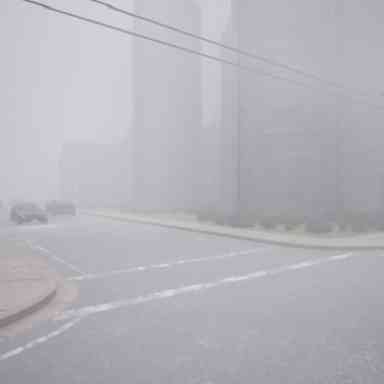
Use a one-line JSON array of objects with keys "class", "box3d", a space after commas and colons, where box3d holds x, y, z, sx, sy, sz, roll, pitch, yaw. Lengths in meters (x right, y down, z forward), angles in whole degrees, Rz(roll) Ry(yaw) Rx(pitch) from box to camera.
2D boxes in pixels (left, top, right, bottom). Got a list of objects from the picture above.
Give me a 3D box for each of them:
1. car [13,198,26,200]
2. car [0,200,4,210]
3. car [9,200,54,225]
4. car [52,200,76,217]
[{"class": "car", "box3d": [-25.036, 1.514, 48.163, 2.033, 1.411, 5.357, 0, 0, -36]}, {"class": "car", "box3d": [-25.445, 1.489, 42.614, 1.837, 1.490, 4.892, 0, 0, -36]}, {"class": "car", "box3d": [-11.950, 1.529, 24.131, 2.033, 1.411, 5.357, 0, 0, -36]}, {"class": "car", "box3d": [-12.364, 1.445, 30.933, 1.882, 1.535, 5.008, 0, 0, -36]}]
